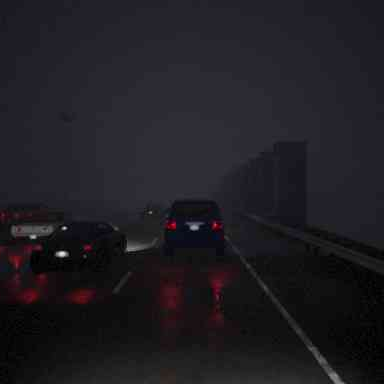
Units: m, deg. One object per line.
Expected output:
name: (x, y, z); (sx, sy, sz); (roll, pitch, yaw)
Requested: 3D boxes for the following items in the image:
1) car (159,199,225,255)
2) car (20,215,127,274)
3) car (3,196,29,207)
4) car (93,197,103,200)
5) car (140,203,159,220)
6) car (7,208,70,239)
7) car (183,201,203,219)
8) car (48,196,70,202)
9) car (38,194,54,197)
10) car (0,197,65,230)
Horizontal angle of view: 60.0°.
car: (0.097, 1.280, 13.701); (2.150, 2.045, 5.566); (0, 0, 0)
car: (-3.411, 1.610, 10.723); (1.994, 1.385, 4.181); (0, 0, 0)
car: (-31.049, 1.602, 58.728); (2.097, 1.767, 4.553); (0, 0, 2)
car: (-23.982, 1.886, 84.896); (1.994, 1.385, 4.181); (0, 0, -1)
car: (-3.424, 1.690, 29.622); (1.994, 1.385, 4.181); (0, 0, 0)
car: (-6.917, 1.672, 16.699); (1.895, 1.301, 4.718); (0, 0, 0)
car: (0.083, 1.642, 32.201); (1.837, 1.490, 4.892); (0, 0, 0)
car: (-20.649, 1.749, 52.344); (1.812, 1.442, 4.674); (0, 1, 2)
car: (-27.469, 1.485, 62.028); (2.150, 2.045, 5.566); (0, 0, 1)
car: (-10.422, 1.445, 21.888); (2.097, 1.767, 4.553); (0, 0, 0)
